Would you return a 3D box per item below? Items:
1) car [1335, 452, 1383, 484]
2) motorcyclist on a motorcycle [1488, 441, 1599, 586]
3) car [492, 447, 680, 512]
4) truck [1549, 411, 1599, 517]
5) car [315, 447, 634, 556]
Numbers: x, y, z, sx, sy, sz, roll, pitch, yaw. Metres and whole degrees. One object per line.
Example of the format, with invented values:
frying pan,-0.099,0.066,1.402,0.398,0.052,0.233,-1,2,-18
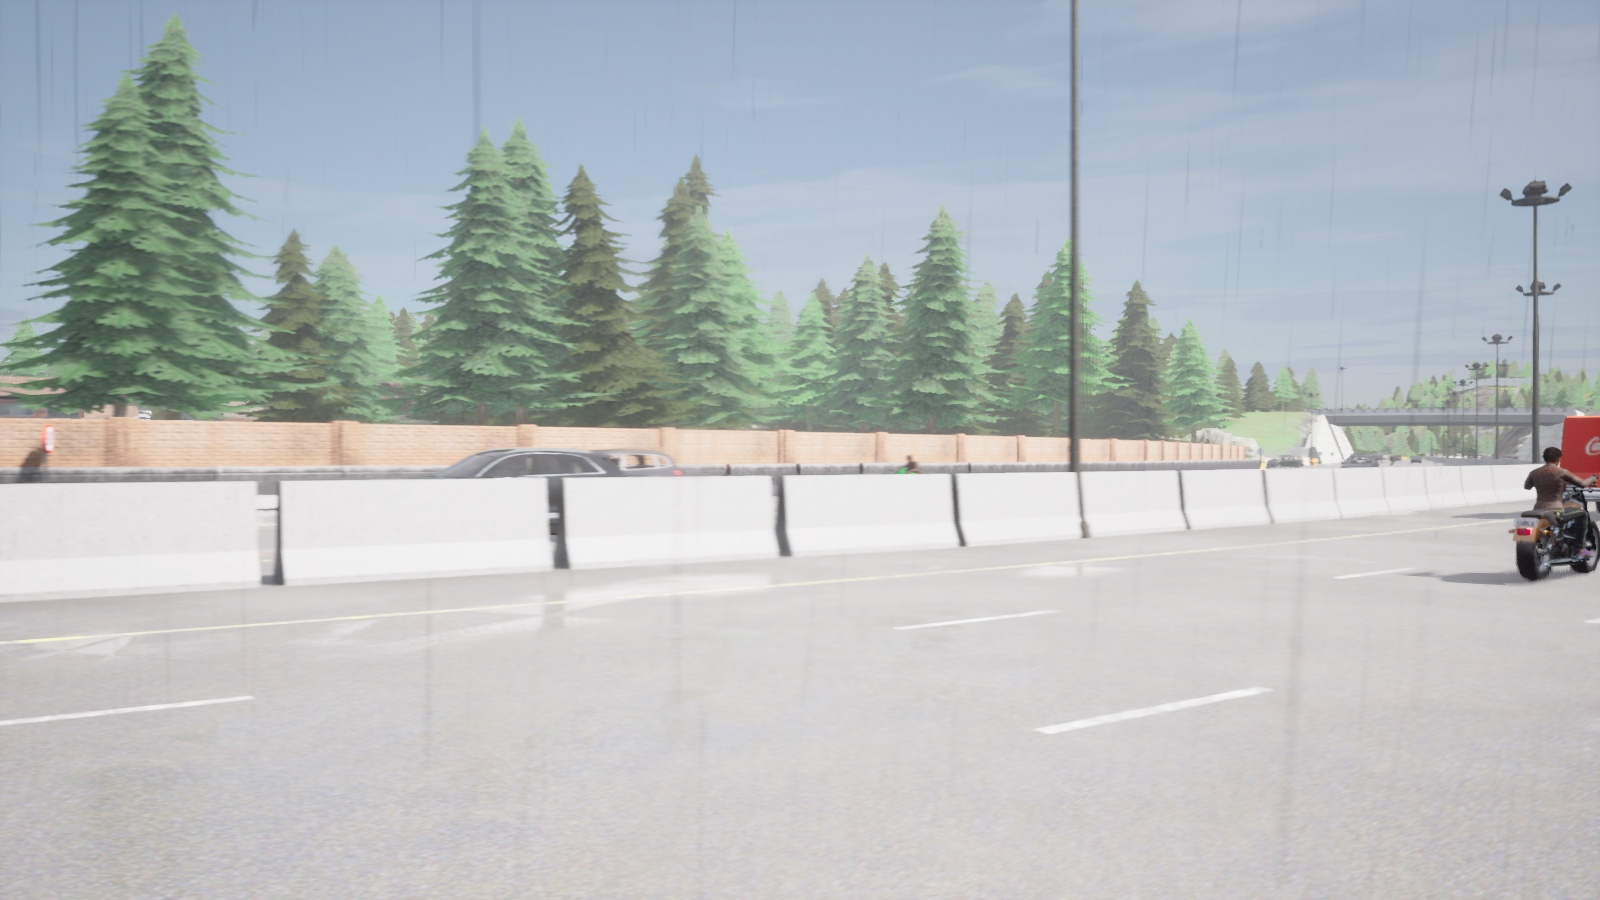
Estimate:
car,28.835,0.905,64.695,1.789,1.549,3.705,0,0,32
motorcyclist on a motorcycle,9.298,0.731,15.339,2.350,1.649,0.766,0,-1,-40
car,-5.862,0.757,34.611,4.611,1.667,2.242,0,0,-41
truck,20.621,0.323,30.981,2.627,2.467,5.204,0,0,43
car,-5.470,0.785,21.412,4.856,1.649,2.033,0,0,-38
